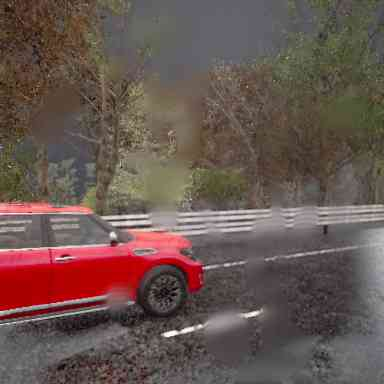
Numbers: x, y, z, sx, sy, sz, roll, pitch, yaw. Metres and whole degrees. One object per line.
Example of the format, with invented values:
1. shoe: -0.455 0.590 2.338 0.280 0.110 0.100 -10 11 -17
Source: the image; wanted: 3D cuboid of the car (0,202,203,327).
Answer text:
1. car: -2.522 1.208 5.864 5.566 2.045 2.150 0 0 -30
